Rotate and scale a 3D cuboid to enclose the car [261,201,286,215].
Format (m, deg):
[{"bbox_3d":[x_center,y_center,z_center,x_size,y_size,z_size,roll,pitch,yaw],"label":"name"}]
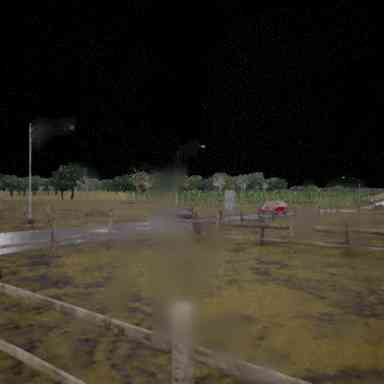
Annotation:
[{"bbox_3d":[12.225,2.340,49.673,2.150,2.045,5.566,1,-1,35],"label":"car"}]

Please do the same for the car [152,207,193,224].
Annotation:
[{"bbox_3d":[-1.658,2.066,30.118,1.994,1.385,4.181,1,-1,35],"label":"car"}]
